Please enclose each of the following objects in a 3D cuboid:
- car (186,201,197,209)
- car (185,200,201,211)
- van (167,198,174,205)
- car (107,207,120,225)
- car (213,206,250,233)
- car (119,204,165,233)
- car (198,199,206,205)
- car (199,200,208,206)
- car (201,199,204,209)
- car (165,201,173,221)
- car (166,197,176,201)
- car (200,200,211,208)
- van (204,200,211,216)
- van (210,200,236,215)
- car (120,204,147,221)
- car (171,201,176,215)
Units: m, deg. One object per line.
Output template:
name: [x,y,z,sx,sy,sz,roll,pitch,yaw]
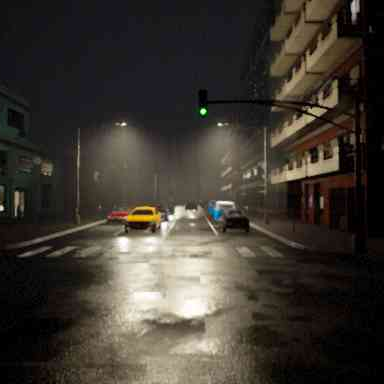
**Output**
car: [-0.069,2.321,61.661,1.994,1.385,4.181,0,-1,0]
car: [-0.056,2.204,51.621,1.994,1.385,4.181,0,-1,0]
van: [-5.771,2.404,88.675,1.690,1.788,3.998,1,-1,0]
car: [-5.709,1.927,27.294,1.802,1.307,4.206,1,-1,0]
car: [2.678,1.827,21.760,2.008,1.369,4.403,1,-1,0]
car: [-3.112,1.754,21.808,1.882,1.535,5.008,0,-1,0]
car: [2.606,2.614,88.724,2.008,1.369,4.403,1,-1,0]
car: [2.618,2.483,77.564,1.887,1.381,4.507,1,-1,0]
car: [2.648,2.144,49.831,1.752,1.417,4.829,1,-1,0]
car: [-3.123,1.901,31.456,1.837,1.490,4.892,0,-1,0]
car: [-5.769,2.566,83.093,1.947,1.339,4.313,1,-1,0]
car: [2.630,2.378,66.402,1.947,1.339,4.313,1,-1,0]
van: [2.663,1.823,38.503,1.690,1.788,3.998,1,-1,0]
van: [2.675,1.686,27.341,1.690,1.788,3.998,1,-1,0]
car: [-5.714,1.958,32.875,1.887,1.381,4.507,1,-1,0]
car: [-3.136,2.123,41.783,1.895,1.301,4.718,0,-1,0]
